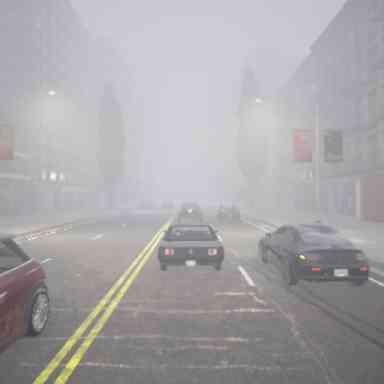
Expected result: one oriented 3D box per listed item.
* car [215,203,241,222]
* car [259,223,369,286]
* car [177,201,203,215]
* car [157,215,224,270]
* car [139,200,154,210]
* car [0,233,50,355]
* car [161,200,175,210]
[{"bbox_3d":[3.076,1.739,29.208,2.128,1.511,4.902,0,0,0],"label":"car"},{"bbox_3d":[3.209,1.604,9.515,1.812,1.442,4.674,0,0,-1],"label":"car"},{"bbox_3d":[-0.171,1.603,28.972,2.097,1.767,4.553,0,0,0],"label":"car"},{"bbox_3d":[-0.051,1.702,11.420,1.895,1.301,4.718,0,0,-1],"label":"car"},{"bbox_3d":[-6.942,1.947,51.365,2.128,1.511,4.902,0,-1,0],"label":"car"},{"bbox_3d":[-3.436,1.392,3.713,2.097,1.767,4.553,0,-1,0],"label":"car"},{"bbox_3d":[-3.694,1.922,51.082,1.882,1.535,5.008,0,-1,0],"label":"car"}]
